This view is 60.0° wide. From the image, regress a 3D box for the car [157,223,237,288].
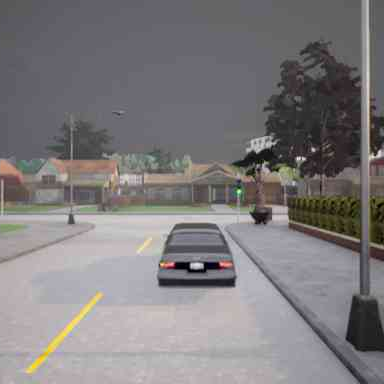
[{"bbox_3d":[0.108,1.578,9.377,2.033,1.411,5.357,0,0,0],"label":"car"}]
